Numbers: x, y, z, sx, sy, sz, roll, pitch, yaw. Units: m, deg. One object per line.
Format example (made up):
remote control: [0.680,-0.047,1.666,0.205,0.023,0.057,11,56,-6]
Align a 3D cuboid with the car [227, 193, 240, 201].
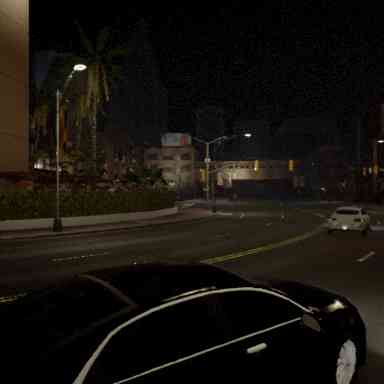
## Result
car: [10.165,1.419,80.938,2.097,1.535,5.008,0,0,7]

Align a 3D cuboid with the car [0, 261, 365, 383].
car: [-0.043,1.504,3.399,4.892,1.490,1.837,-1,1,-38]

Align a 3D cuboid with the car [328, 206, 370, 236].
car: [8.736,1.515,18.440,1.812,1.442,4.674,0,0,30]

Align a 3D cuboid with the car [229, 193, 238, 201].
car: [10.797,1.289,87.333,2.185,1.767,4.553,0,0,7]
